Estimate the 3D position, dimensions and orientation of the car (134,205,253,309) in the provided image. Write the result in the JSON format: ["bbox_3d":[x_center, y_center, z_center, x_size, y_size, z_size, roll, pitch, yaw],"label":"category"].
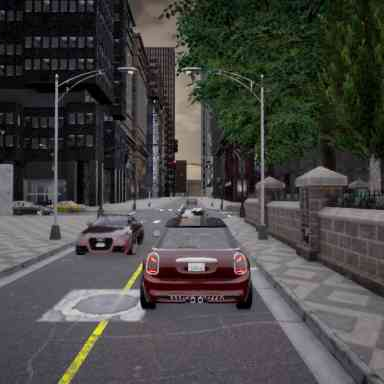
[{"bbox_3d":[0.075,1.357,8.046,2.097,1.767,4.553,0,0,0],"label":"car"}]

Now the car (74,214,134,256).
[{"bbox_3d":[-3.037,1.574,13.026,1.994,1.385,4.181,0,0,0],"label":"car"}]

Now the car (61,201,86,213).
[{"bbox_3d":[-14.882,1.677,38.612,4.829,1.417,1.752,0,-1,0],"label":"car"}]

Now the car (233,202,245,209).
[{"bbox_3d":[5.639,1.653,36.329,4.181,1.385,1.994,0,-1,8],"label":"car"}]

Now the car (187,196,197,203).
[{"bbox_3d":[-0.052,1.615,61.741,2.128,1.511,4.902,0,0,-1],"label":"car"}]

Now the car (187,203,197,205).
[{"bbox_3d":[0.045,1.542,18.172,1.812,1.442,4.674,0,0,0],"label":"car"}]

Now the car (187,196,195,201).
[{"bbox_3d":[-0.267,1.792,90.916,2.033,1.411,5.357,0,0,0],"label":"car"}]

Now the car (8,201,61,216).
[{"bbox_3d":[-14.725,1.518,30.088,4.403,1.369,2.008,0,-1,0],"label":"car"}]

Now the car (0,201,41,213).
[{"bbox_3d":[-20.225,1.709,38.625,4.403,1.369,2.008,0,-1,0],"label":"car"}]
